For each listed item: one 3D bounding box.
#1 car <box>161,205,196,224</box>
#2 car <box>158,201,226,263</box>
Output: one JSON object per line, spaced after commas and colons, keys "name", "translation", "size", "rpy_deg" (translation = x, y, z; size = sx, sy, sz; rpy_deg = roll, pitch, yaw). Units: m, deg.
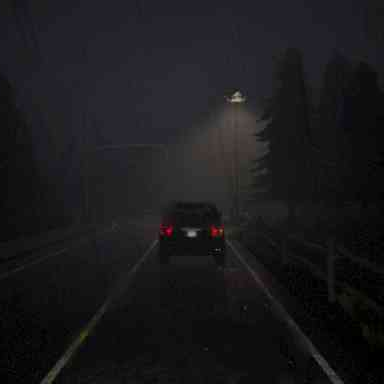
{"name": "car", "translation": [-1.290, 1.879, 28.490], "size": [1.895, 1.301, 4.718], "rpy_deg": [0, -1, -17]}
{"name": "car", "translation": [0.012, 1.348, 12.575], "size": [2.150, 2.045, 5.566], "rpy_deg": [0, 0, 0]}
